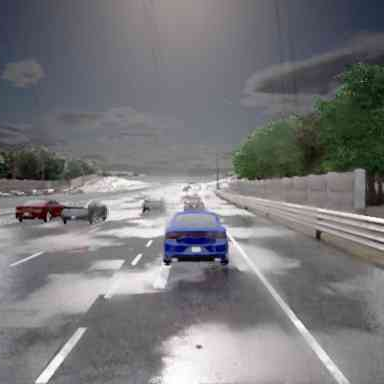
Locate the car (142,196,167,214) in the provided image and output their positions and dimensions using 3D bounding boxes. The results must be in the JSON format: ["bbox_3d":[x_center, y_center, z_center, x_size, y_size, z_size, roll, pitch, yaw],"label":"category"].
[{"bbox_3d":[-3.406,1.131,30.745,2.128,1.511,4.902,0,1,0],"label":"car"}]

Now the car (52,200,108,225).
[{"bbox_3d":[-6.852,1.237,21.675,2.128,1.511,4.902,0,1,0],"label":"car"}]

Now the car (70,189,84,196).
[{"bbox_3d":[-27.370,0.019,79.350,1.812,1.442,4.674,0,2,1],"label":"car"}]

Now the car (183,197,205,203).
[{"bbox_3d":[0.190,1.196,29.949,2.033,1.411,5.357,0,1,0],"label":"car"}]

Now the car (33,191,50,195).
[{"bbox_3d":[-31.031,0.452,68.531,1.994,1.385,4.181,0,2,1],"label":"car"}]

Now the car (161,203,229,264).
[{"bbox_3d":[0.114,1.344,11.271,1.882,1.535,5.008,0,1,0],"label":"car"}]

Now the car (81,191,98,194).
[{"bbox_3d":[-20.532,0.454,68.374,1.994,1.385,4.181,0,2,1],"label":"car"}]

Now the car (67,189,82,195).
[{"bbox_3d":[-24.032,0.379,68.424,1.882,1.535,5.008,0,2,1],"label":"car"}]

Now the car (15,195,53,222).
[{"bbox_3d":[-10.344,1.204,23.287,1.882,1.535,5.008,0,1,0],"label":"car"}]
